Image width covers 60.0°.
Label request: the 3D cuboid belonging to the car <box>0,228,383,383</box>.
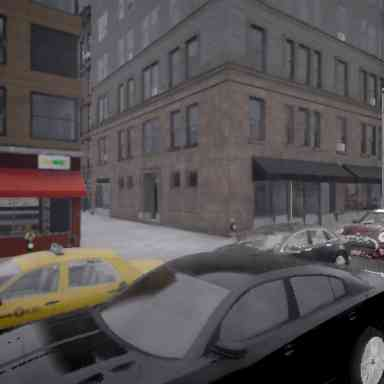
[{"bbox_3d":[0.284,1.462,3.580,5.008,1.535,1.882,-1,0,-36],"label":"car"}]

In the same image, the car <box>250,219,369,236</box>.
[{"bbox_3d":[2.271,1.504,8.378,4.403,1.369,2.008,-1,1,-36],"label":"car"}]

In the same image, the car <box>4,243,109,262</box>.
[{"bbox_3d":[-2.338,1.518,5.089,4.829,1.417,1.752,-1,1,-36],"label":"car"}]

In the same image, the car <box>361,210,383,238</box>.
[{"bbox_3d":[6.742,1.355,11.567,4.097,1.590,1.967,0,1,-36],"label":"car"}]
